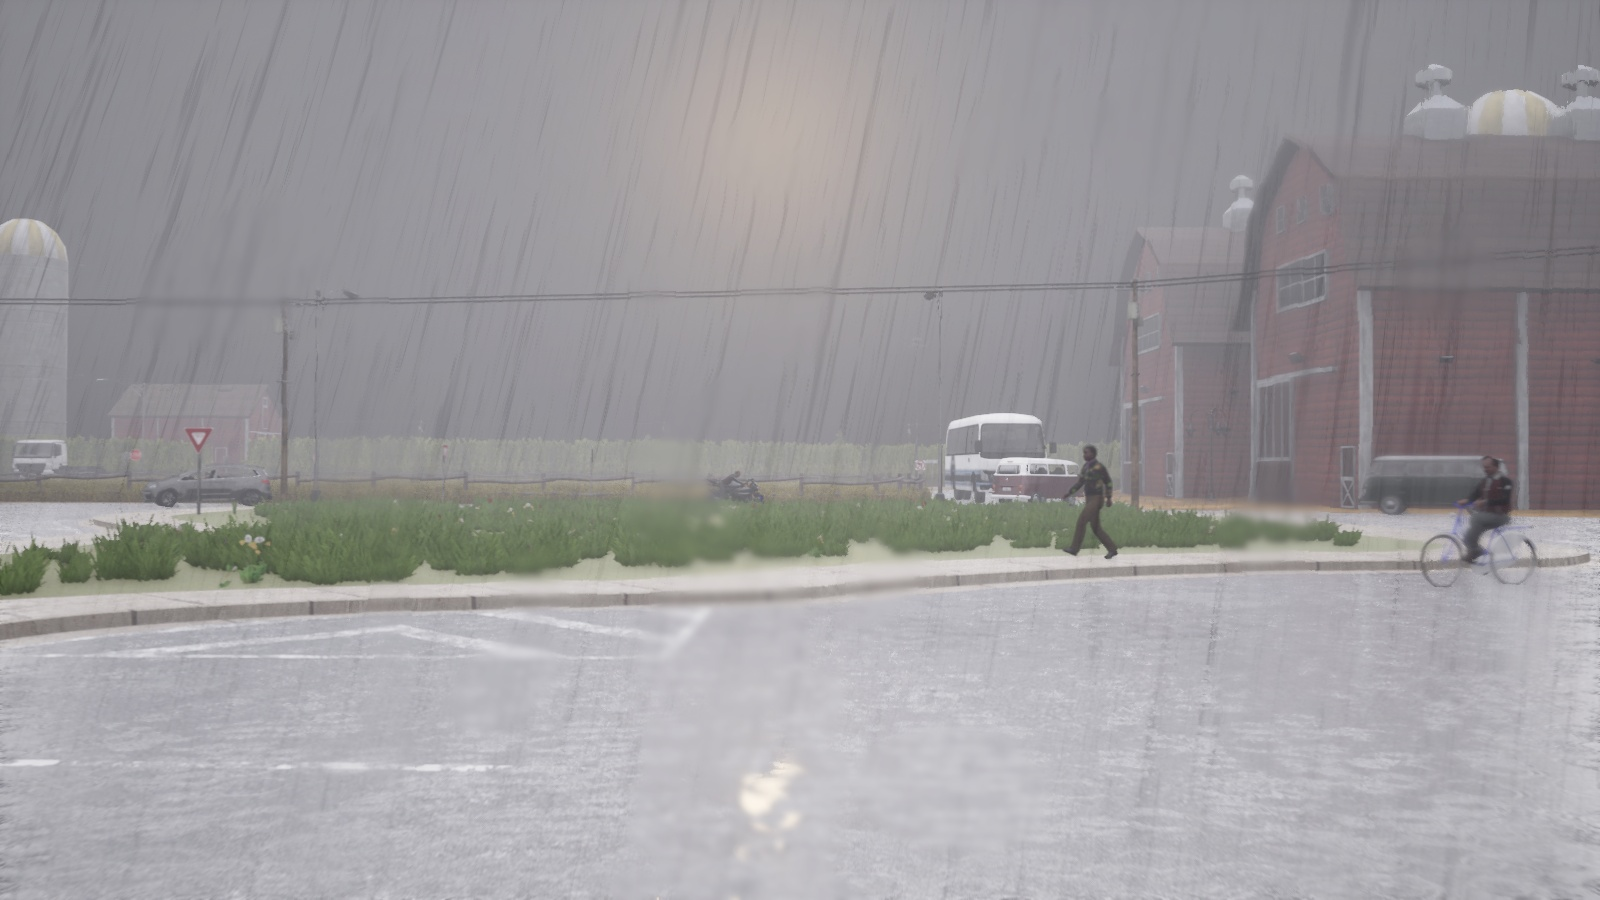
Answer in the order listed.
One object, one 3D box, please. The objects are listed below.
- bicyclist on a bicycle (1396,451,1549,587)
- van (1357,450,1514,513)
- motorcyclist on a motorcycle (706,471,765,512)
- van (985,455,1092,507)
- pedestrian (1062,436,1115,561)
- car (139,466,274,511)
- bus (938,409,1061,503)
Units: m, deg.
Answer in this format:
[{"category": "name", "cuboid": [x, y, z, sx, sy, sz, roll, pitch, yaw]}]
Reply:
[{"category": "bicyclist on a bicycle", "cuboid": [9.042, 0.903, 16.890, 1.843, 1.776, 0.659, 0, 0, -14]}, {"category": "van", "cuboid": [20.908, 1.040, 41.378, 4.442, 1.987, 1.775, -1, -1, 32]}, {"category": "motorcyclist on a motorcycle", "cuboid": [-2.432, 1.581, 47.668, 2.191, 1.530, 0.866, 0, -1, 0]}, {"category": "van", "cuboid": [9.894, 1.279, 51.929, 4.480, 2.038, 2.069, 1, -2, -43]}, {"category": "pedestrian", "cuboid": [4.521, 0.748, 19.673, 0.692, 1.930, 0.395, 0, -1, -17]}, {"category": "car", "cuboid": [-23.285, 1.498, 49.296, 4.611, 1.667, 2.242, 0, -1, -30]}, {"category": "bus", "cuboid": [9.602, 0.339, 61.930, 3.944, 4.253, 10.273, 0, -1, -3]}]
